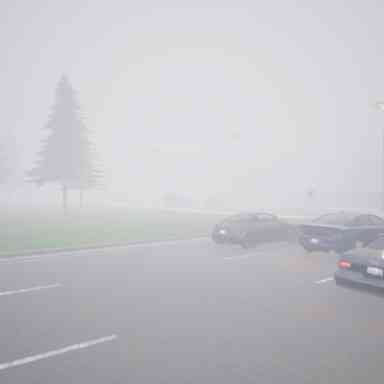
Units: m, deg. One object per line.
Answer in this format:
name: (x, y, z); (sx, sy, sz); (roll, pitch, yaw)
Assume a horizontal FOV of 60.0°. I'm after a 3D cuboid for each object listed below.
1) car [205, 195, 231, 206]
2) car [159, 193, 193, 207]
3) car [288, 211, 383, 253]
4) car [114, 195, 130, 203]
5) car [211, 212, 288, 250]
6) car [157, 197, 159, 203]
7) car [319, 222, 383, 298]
car: (4.134, 1.296, 52.973); (2.097, 1.767, 4.553); (0, 0, -36)
car: (-2.129, 1.174, 49.662); (2.150, 2.045, 5.566); (0, 1, -36)
car: (6.059, 1.458, 12.391); (5.008, 1.535, 1.882); (0, 0, -35)
car: (-13.972, 1.449, 66.167); (2.128, 1.511, 4.902); (0, 0, -36)
car: (2.864, 1.547, 14.417); (4.181, 1.385, 1.994); (0, 0, -35)
car: (-5.090, 1.439, 65.781); (2.128, 1.511, 4.902); (0, 0, -35)
car: (5.493, 1.533, 7.706); (5.357, 1.411, 2.033); (0, 0, -35)
